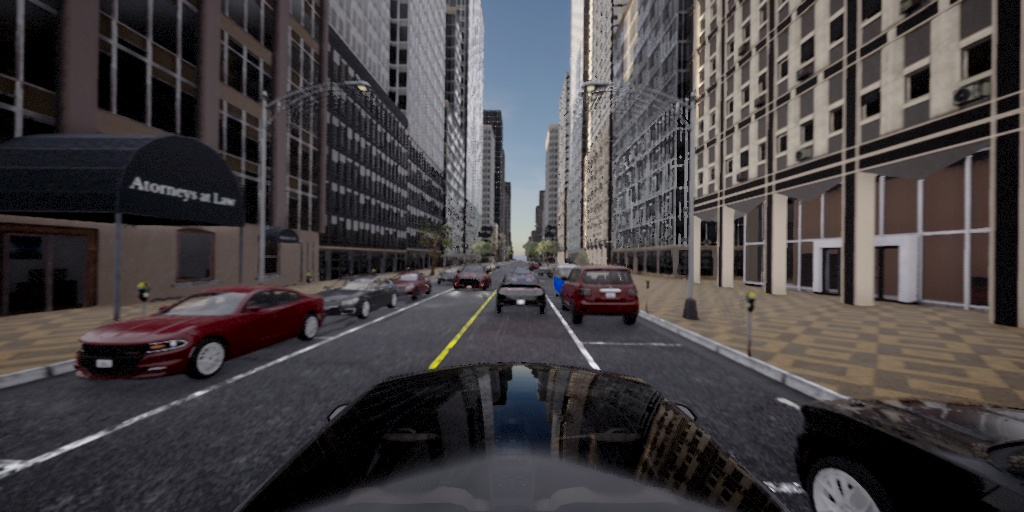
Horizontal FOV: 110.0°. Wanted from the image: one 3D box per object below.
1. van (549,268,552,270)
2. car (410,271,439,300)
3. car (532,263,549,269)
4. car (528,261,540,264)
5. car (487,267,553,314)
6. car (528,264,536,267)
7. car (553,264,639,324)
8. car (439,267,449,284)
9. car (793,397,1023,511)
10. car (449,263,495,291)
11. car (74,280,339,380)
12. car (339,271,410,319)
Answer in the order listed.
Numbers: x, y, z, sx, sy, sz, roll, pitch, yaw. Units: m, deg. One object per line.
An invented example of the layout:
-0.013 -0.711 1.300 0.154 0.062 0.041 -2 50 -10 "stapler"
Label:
3.044 1.336 18.382 1.690 1.789 3.998 0 0 2 "van"
-5.333 1.461 18.602 1.802 1.307 4.207 0 0 2 "car"
3.637 1.828 41.107 2.007 1.370 4.403 0 0 2 "car"
4.228 1.874 63.833 2.192 1.841 5.009 0 0 2 "car"
0.372 1.405 14.809 2.128 1.511 4.902 1 -1 2 "car"
0.838 1.683 32.591 2.033 1.411 5.357 1 -1 1 "car"
2.896 1.239 12.701 2.192 1.841 5.009 0 0 2 "car"
-5.037 1.571 29.964 2.007 1.370 4.403 0 0 2 "car"
3.044 1.258 0.682 1.882 1.535 5.008 1 -1 2 "car"
-2.572 1.338 24.229 2.097 1.767 4.553 1 -1 2 "car"
-5.629 1.282 7.239 1.888 1.381 4.507 0 0 2 "car"
-5.481 1.358 12.921 2.007 1.370 4.403 0 0 2 "car"
